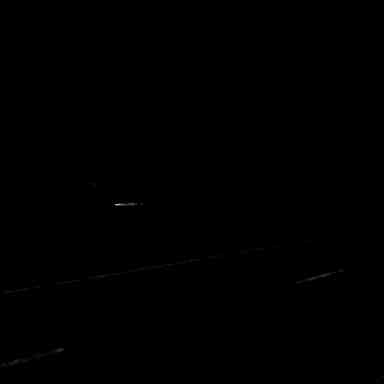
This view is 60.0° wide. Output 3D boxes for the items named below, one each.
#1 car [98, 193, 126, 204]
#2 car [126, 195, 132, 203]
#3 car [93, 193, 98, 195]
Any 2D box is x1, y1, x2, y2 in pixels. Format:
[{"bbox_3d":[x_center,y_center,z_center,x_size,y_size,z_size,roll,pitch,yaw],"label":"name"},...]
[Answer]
[{"bbox_3d":[-12.662,1.172,52.377,1.994,1.385,4.181,-1,1,-38],"label":"car"},{"bbox_3d":[-10.387,1.140,55.146,1.895,1.301,4.718,-1,1,-38],"label":"car"},{"bbox_3d":[-24.501,0.922,84.724,1.837,1.490,4.892,-1,1,-37],"label":"car"}]
